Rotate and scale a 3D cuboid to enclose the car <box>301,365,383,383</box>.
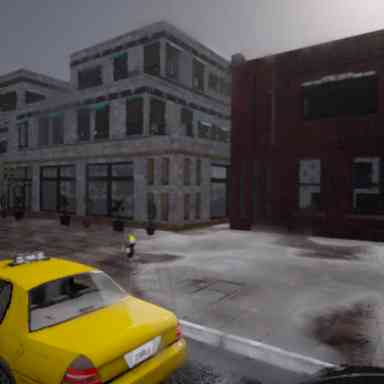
[{"bbox_3d":[2.305,1.576,1.229,4.313,1.339,1.947,1,1,35],"label":"car"}]

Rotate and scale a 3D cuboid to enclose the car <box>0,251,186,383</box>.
[{"bbox_3d":[-2.352,1.490,4.545,4.829,1.417,1.752,1,1,35],"label":"car"}]
